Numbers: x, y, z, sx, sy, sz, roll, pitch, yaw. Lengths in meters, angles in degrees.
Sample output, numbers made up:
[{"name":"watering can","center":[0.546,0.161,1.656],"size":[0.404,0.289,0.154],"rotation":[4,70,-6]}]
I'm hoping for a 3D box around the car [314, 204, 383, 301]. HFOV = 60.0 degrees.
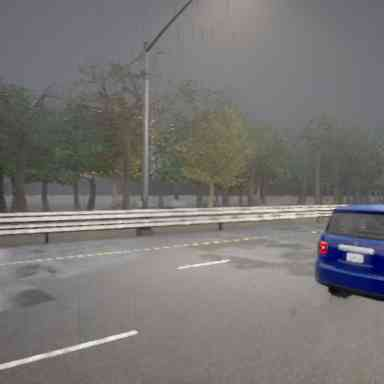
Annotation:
[{"name":"car","center":[5.102,1.293,7.508],"size":[5.566,2.045,2.150],"rotation":[1,0,-35]}]
